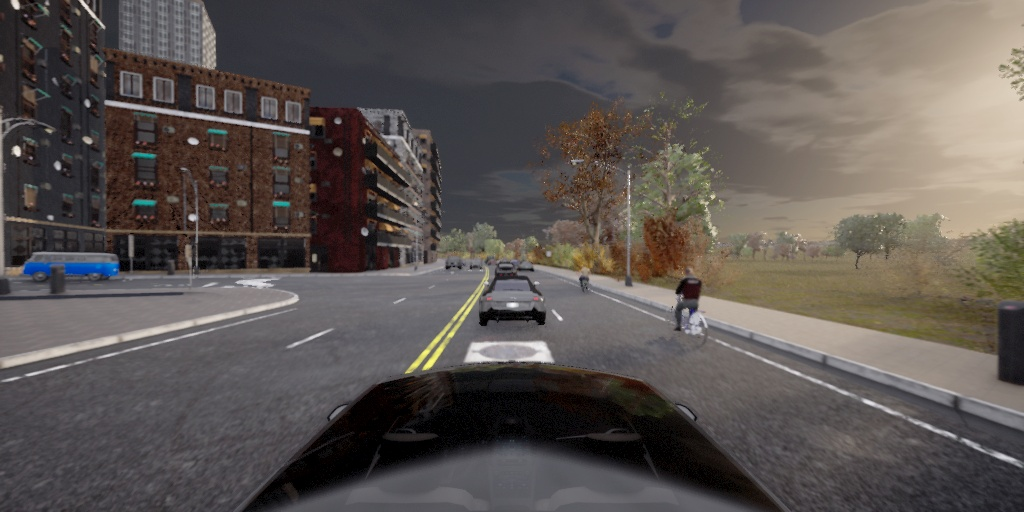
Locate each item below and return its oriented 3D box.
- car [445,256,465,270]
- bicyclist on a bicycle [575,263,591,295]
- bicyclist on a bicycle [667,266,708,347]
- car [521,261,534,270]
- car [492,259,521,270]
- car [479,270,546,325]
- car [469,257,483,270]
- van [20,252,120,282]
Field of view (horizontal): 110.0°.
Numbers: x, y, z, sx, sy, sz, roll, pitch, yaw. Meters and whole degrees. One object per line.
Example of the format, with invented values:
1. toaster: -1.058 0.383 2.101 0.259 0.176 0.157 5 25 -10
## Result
1. car: -8.573 1.023 53.126 2.150 2.045 5.566 0 0 -4
2. bicyclist on a bicycle: 3.853 1.201 19.103 0.866 1.612 1.509 0 0 -1
3. bicyclist on a bicycle: 4.083 1.125 8.468 0.659 1.776 1.843 0 0 -1
4. car: 1.748 1.350 47.555 1.994 1.385 4.181 0 0 -4
5. car: -0.546 1.283 30.177 1.837 1.490 4.892 0 0 -2
6. car: -0.013 1.324 11.883 1.994 1.385 4.181 0 0 -1
7. car: -5.349 1.303 53.510 1.837 1.490 4.892 0 0 -4
8. van: -28.062 0.684 22.948 3.998 1.789 1.690 0 0 -30
